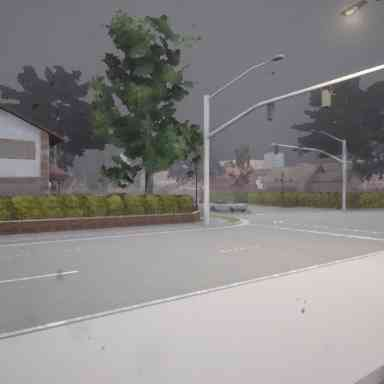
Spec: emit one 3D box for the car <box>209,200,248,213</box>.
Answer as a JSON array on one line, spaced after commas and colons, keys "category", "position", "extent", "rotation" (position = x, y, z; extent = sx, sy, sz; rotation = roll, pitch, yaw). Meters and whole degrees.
[{"category": "car", "position": [3.869, 1.510, 36.329], "extent": [1.895, 1.301, 4.718], "rotation": [0, 0, -36]}]
